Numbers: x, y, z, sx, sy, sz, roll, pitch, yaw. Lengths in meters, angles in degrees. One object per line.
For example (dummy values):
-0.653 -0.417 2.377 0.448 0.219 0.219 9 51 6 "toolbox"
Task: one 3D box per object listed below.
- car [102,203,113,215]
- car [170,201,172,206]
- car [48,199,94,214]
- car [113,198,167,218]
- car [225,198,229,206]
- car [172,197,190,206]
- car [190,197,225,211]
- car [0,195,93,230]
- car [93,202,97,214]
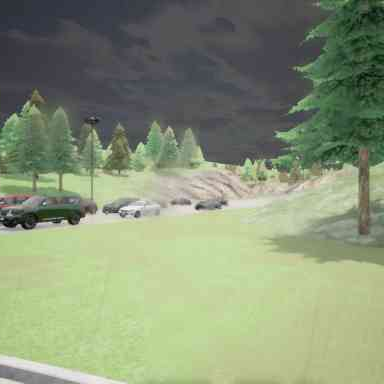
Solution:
-6.823 1.356 33.271 2.097 1.767 4.553 0 0 31 "car"
-5.011 1.564 43.054 1.994 1.385 4.181 0 0 32 "car"
-13.131 1.526 36.337 1.812 1.442 4.674 0 0 31 "car"
-4.591 1.526 30.193 1.812 1.442 4.674 0 0 31 "car"
3.995 1.509 51.116 1.837 1.490 4.892 0 0 31 "car"
-1.822 1.565 55.019 1.994 1.385 4.181 0 0 31 "car"
2.006 1.563 41.149 1.994 1.385 4.181 0 0 31 "car"
-9.612 1.222 21.825 2.150 2.045 5.566 0 0 31 "car"
-11.492 1.352 32.297 2.097 1.767 4.553 0 0 31 "car"
